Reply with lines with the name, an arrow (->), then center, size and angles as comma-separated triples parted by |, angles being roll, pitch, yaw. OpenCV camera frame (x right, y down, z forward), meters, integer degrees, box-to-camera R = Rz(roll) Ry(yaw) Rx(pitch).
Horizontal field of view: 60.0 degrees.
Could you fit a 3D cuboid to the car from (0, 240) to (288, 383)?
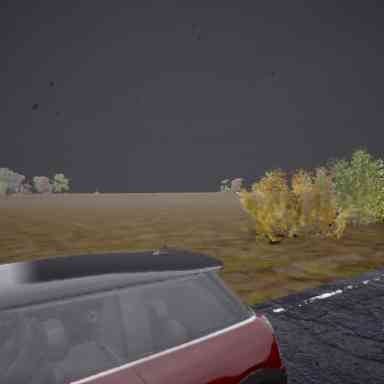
car -> -1.415, 1.356, 2.403 | 4.553, 1.767, 2.097 | 0, 0, -36
